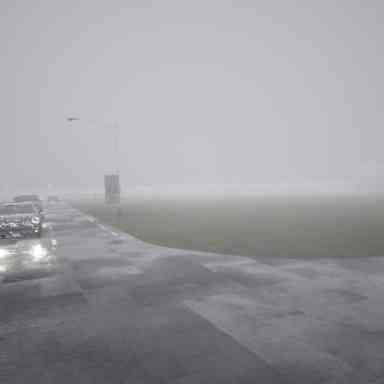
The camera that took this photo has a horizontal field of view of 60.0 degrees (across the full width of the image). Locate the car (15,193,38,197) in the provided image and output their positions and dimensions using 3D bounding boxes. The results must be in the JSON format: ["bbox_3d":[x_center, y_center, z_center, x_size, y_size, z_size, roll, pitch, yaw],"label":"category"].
[{"bbox_3d":[-13.536,1.174,27.352,2.150,2.045,5.566,-3,2,-25],"label":"car"}]

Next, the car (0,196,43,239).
[{"bbox_3d":[-8.833,1.342,16.997,2.097,1.767,4.553,-3,1,-24],"label":"car"}]

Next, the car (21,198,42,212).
[{"bbox_3d":[-18.973,1.479,39.379,1.994,1.385,4.181,-3,1,-24],"label":"car"}]

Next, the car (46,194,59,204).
[{"bbox_3d":[-24.518,1.219,58.584,1.837,1.490,4.892,-3,0,-24],"label":"car"}]
